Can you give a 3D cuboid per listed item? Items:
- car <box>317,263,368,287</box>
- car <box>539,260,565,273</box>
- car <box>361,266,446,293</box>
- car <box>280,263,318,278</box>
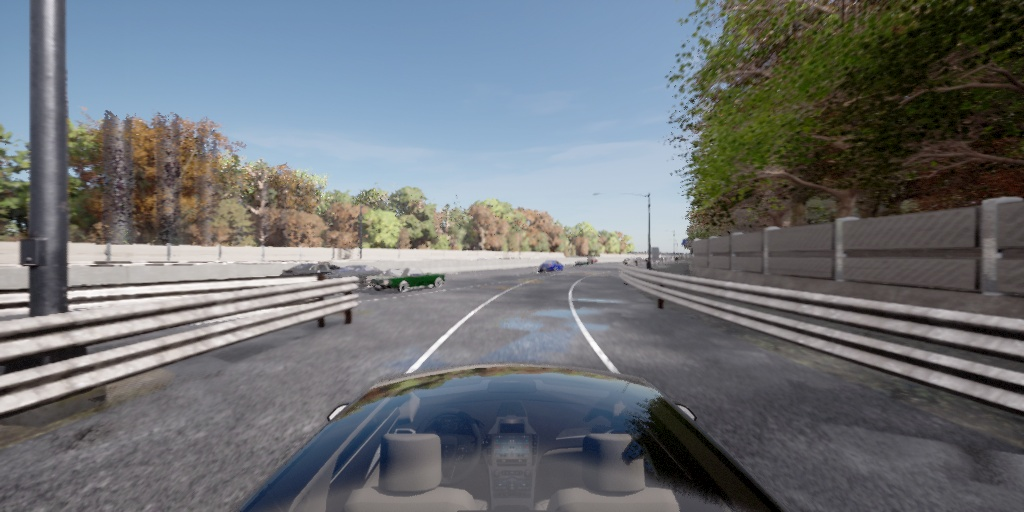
[{"bbox_3d":[-9.006,1.235,21.647,1.994,1.385,4.181,0,0,26],"label":"car"},{"bbox_3d":[4.557,1.186,40.972,1.812,1.442,4.674,0,0,27],"label":"car"},{"bbox_3d":[-5.800,1.294,20.230,1.895,1.301,4.718,0,0,26],"label":"car"},{"bbox_3d":[-12.181,1.186,23.125,1.837,1.490,4.892,0,0,26],"label":"car"}]
